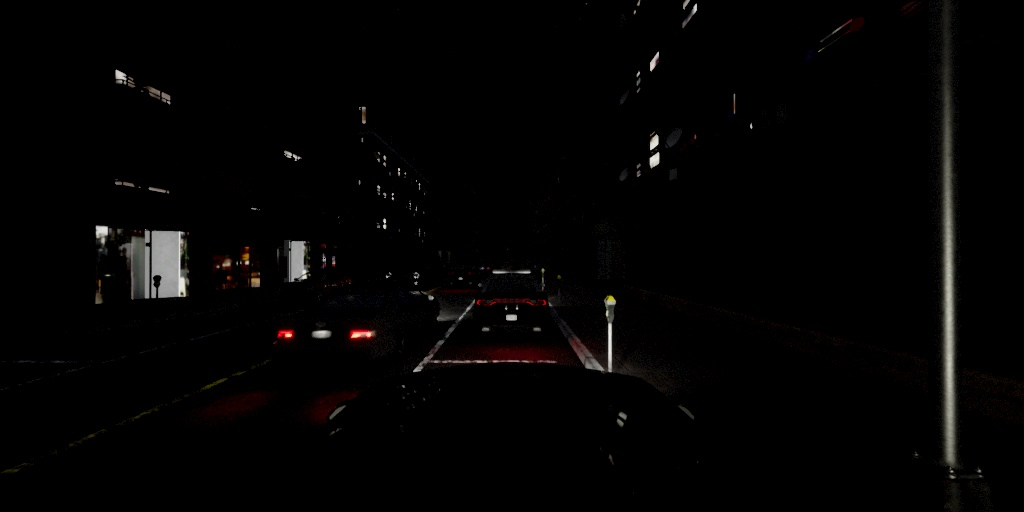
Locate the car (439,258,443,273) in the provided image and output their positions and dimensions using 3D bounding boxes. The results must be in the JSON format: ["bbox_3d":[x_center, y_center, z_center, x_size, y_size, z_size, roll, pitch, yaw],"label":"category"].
[{"bbox_3d":[-8.837,1.064,39.007,2.192,1.841,5.009,0,0,0],"label":"car"}]

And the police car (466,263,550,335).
[{"bbox_3d":[-0.011,1.175,10.609,1.930,1.638,5.238,0,0,0],"label":"police car"}]

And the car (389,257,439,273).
[{"bbox_3d":[-6.246,1.103,22.313,2.097,1.767,4.553,0,0,0],"label":"car"}]

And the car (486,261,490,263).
[{"bbox_3d":[-3.045,1.297,39.313,2.033,1.411,5.357,0,0,0],"label":"car"}]

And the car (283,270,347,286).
[{"bbox_3d":[-8.837,1.333,16.462,1.802,1.307,4.207,0,0,0],"label":"car"}]

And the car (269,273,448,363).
[{"bbox_3d":[-3.045,1.298,8.243,2.033,1.411,5.357,0,0,0],"label":"car"}]

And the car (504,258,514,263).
[{"bbox_3d":[-0.456,1.275,39.173,1.751,1.417,4.829,0,0,0],"label":"car"}]

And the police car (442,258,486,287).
[{"bbox_3d":[-3.145,1.175,24.530,1.930,1.638,5.238,0,0,0],"label":"police car"}]
